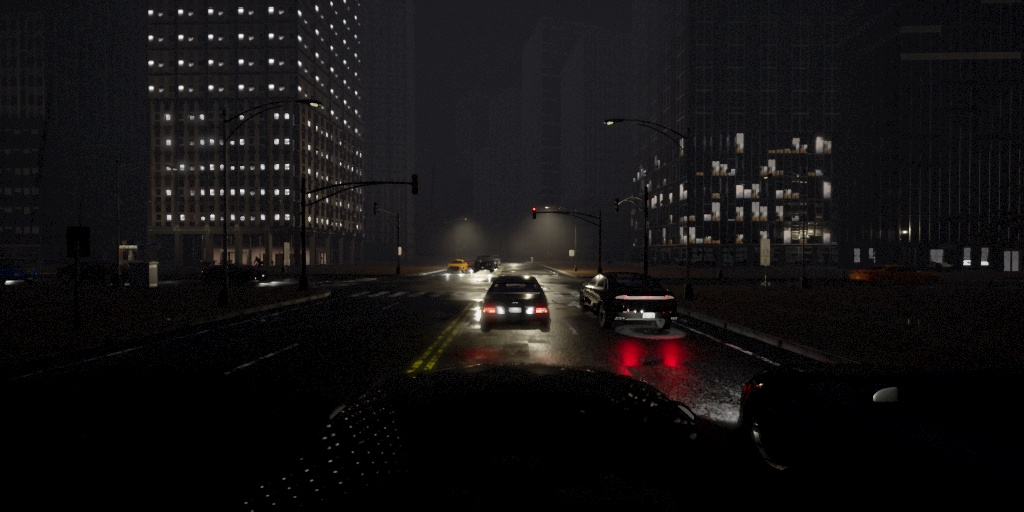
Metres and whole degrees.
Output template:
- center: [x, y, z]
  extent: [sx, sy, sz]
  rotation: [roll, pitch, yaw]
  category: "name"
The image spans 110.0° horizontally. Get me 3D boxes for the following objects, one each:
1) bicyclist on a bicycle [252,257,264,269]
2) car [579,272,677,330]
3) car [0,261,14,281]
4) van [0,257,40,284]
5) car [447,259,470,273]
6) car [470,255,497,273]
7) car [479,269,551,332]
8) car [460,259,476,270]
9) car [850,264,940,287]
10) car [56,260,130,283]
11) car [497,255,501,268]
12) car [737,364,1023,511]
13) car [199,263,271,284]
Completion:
- center: [-24.672, 0.871, 34.800]
  extent: [0.582, 1.620, 1.656]
  rotation: [0, 1, 1]
  category: "bicyclist on a bicycle"
- center: [3.355, 1.239, 11.187]
  extent: [2.128, 1.511, 4.902]
  rotation: [0, 0, 0]
  category: "car"
- center: [-40.298, 1.095, 26.487]
  extent: [4.674, 1.442, 1.812]
  rotation: [0, 0, 2]
  category: "car"
- center: [-33.913, 0.962, 23.719]
  extent: [3.998, 1.789, 1.690]
  rotation: [0, 0, 1]
  category: "van"
- center: [-6.556, 1.197, 43.306]
  extent: [1.882, 1.535, 5.008]
  rotation: [0, 0, 0]
  category: "car"
- center: [-3.307, 0.942, 42.983]
  extent: [2.150, 2.045, 5.566]
  rotation: [0, 0, 0]
  category: "car"
- center: [0.108, 1.295, 10.773]
  extent: [2.033, 1.411, 5.357]
  rotation: [0, 0, 1]
  category: "car"
- center: [-6.543, 1.227, 53.516]
  extent: [1.812, 1.442, 4.674]
  rotation: [0, 0, 0]
  category: "car"
- center: [26.686, 1.359, 25.047]
  extent: [5.008, 1.535, 1.882]
  rotation: [0, 0, 1]
  category: "car"
- center: [-30.057, 1.095, 26.203]
  extent: [5.008, 1.535, 1.882]
  rotation: [0, 0, 2]
  category: "car"
- center: [-3.291, 1.049, 55.549]
  extent: [2.097, 1.767, 4.553]
  rotation: [0, 0, 0]
  category: "car"
- center: [3.354, 1.314, 2.030]
  extent: [1.994, 1.385, 4.181]
  rotation: [0, 0, 0]
  category: "car"
- center: [-19.964, 1.229, 25.942]
  extent: [4.181, 1.385, 1.994]
  rotation: [0, 0, 1]
  category: "car"
